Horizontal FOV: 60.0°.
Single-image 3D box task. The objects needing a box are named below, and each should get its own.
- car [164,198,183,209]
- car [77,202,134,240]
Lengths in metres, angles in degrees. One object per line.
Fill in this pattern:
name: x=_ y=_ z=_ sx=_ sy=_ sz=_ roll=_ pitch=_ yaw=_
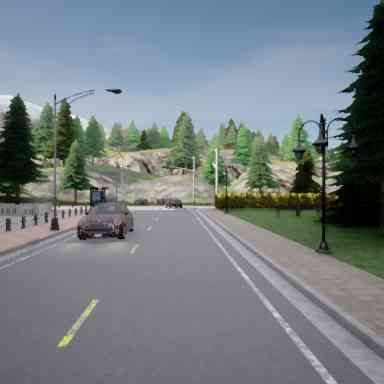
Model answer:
car: x=-2.574 y=1.531 z=45.788 sx=1.837 sy=1.490 sz=4.892 roll=0 pitch=0 yaw=-15
car: x=-4.288 y=1.360 z=17.096 sx=2.097 sy=1.767 sz=4.553 roll=0 pitch=0 yaw=-2
